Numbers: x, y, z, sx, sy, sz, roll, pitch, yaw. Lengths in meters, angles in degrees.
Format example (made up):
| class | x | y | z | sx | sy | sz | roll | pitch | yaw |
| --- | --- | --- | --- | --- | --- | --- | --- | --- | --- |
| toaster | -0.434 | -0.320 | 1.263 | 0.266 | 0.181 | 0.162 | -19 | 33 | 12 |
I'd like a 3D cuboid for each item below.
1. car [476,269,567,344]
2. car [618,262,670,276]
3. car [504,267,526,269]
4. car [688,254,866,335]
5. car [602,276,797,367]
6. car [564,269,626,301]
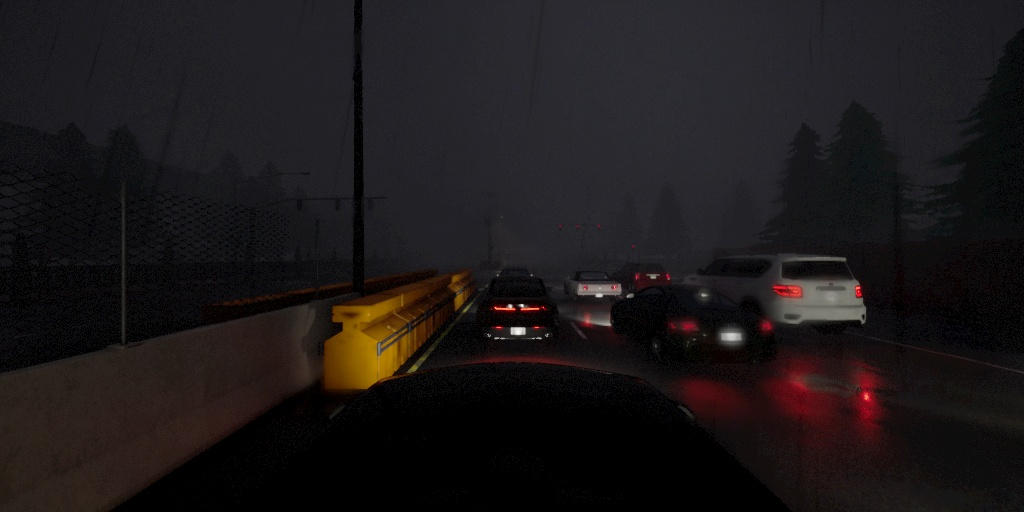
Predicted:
| class | x | y | z | sx | sy | sz | roll | pitch | yaw |
| --- | --- | --- | --- | --- | --- | --- | --- | --- | --- |
| car | 0.122 | 1.255 | 9.601 | 1.837 | 1.490 | 4.892 | 0 | 0 | 0 |
| car | 7.152 | 1.102 | 20.255 | 2.097 | 1.767 | 4.553 | 0 | 0 | 0 |
| car | 0.147 | 1.297 | 19.118 | 2.033 | 1.411 | 5.357 | 0 | 0 | 0 |
| car | 7.126 | 0.971 | 10.669 | 2.150 | 2.045 | 5.566 | 0 | 0 | 0 |
| car | 3.626 | 1.314 | 7.970 | 1.994 | 1.385 | 4.181 | 0 | 0 | -1 |
| car | 3.643 | 1.351 | 17.152 | 1.895 | 1.301 | 4.718 | 0 | 0 | 0 |
